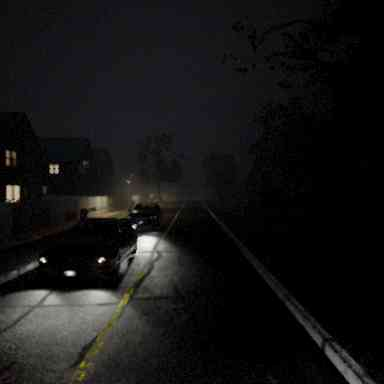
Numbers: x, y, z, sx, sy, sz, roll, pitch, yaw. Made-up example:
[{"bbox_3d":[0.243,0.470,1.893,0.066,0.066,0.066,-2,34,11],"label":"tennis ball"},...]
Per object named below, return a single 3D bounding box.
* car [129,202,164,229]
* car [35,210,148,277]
[{"bbox_3d":[-2.850,1.426,21.070,2.128,1.511,4.902,0,0,0],"label":"car"},{"bbox_3d":[-2.854,1.515,10.444,2.033,1.411,5.357,0,0,0],"label":"car"}]
